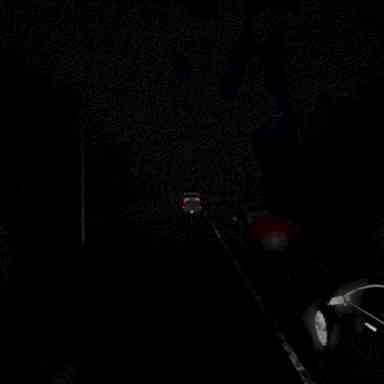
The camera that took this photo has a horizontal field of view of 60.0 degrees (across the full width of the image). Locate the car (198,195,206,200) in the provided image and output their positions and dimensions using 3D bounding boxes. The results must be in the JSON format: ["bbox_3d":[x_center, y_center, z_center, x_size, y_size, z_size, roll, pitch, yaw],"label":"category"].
[{"bbox_3d":[2.557,1.423,85.706,1.802,1.307,4.206,-1,0,0],"label":"car"}]

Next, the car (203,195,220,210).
[{"bbox_3d":[2.590,1.456,42.195,2.008,1.369,4.403,-1,0,0],"label":"car"}]

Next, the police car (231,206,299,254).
[{"bbox_3d":[2.739,1.391,13.494,1.930,1.638,5.238,0,0,0],"label":"police car"}]

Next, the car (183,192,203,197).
[{"bbox_3d":[0.000,1.128,41.827,2.150,2.045,5.566,0,0,0],"label":"car"}]

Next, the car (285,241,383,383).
[{"bbox_3d":[2.620,1.541,3.376,2.008,1.369,4.403,-1,0,0],"label":"car"}]

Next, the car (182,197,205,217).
[{"bbox_3d":[0.021,1.453,30.757,1.812,1.442,4.674,0,0,1],"label":"car"}]

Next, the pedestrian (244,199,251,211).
[{"bbox_3d":[2.737,1.252,16.485,0.375,1.860,0.375,-1,2,-10],"label":"pedestrian"}]
